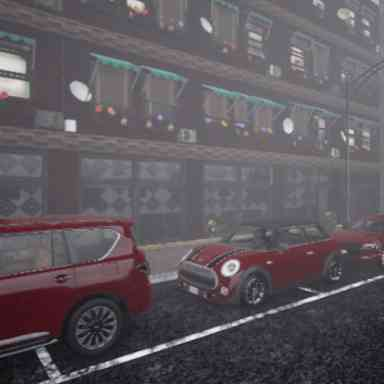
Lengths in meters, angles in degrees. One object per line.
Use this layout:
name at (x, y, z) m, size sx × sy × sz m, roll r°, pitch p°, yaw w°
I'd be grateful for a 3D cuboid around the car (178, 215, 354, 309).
car at (1.660, 1.404, 7.744) m, size 4.097 × 1.590 × 1.967 m, roll 0°, pitch 0°, yaw -36°

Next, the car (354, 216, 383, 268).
car at (6.249, 1.473, 11.019) m, size 4.507 × 1.381 × 1.887 m, roll 0°, pitch 0°, yaw -36°

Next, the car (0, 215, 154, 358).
car at (-2.927, 1.315, 4.469) m, size 5.009 × 1.841 × 2.192 m, roll 0°, pitch 0°, yaw -36°
